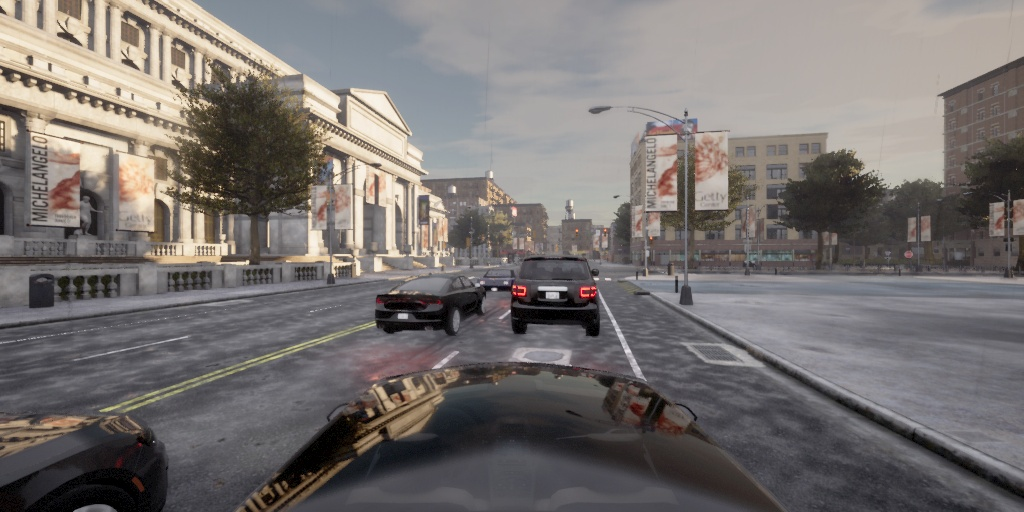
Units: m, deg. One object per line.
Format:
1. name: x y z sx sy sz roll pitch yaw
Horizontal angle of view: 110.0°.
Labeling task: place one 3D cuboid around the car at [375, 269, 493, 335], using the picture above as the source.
1. car: -2.106 1.227 10.651 1.882 1.535 5.008 0 0 9

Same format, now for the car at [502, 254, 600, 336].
1. car: 1.381 0.971 10.636 2.150 2.045 5.566 0 0 10

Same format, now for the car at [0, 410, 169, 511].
1. car: -3.221 1.255 0.417 1.837 1.490 4.892 0 0 -2

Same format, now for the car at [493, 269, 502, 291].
1. car: -0.445 1.351 19.772 1.895 1.301 4.718 0 0 11
